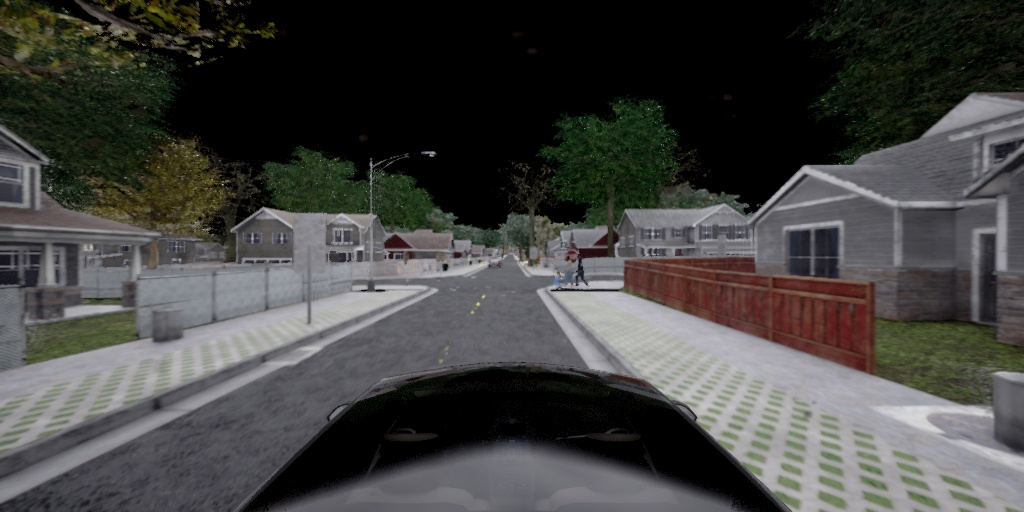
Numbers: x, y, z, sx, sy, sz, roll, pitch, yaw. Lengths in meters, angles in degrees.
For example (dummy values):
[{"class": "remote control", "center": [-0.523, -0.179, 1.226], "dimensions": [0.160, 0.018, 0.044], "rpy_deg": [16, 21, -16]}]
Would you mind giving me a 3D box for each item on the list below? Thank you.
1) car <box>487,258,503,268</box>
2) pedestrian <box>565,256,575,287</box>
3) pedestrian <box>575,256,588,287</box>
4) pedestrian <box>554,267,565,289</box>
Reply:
[{"class": "car", "center": [-2.817, 1.202, 57.650], "dimensions": [1.812, 1.442, 4.674], "rpy_deg": [0, 0, 0]}, {"class": "pedestrian", "center": [3.402, 0.870, 21.144], "dimensions": [0.375, 1.860, 0.375], "rpy_deg": [0, 0, 0]}, {"class": "pedestrian", "center": [3.960, 0.871, 20.545], "dimensions": [0.375, 1.860, 0.375], "rpy_deg": [0, 0, 0]}, {"class": "pedestrian", "center": [2.578, 1.150, 19.945], "dimensions": [0.375, 1.300, 0.375], "rpy_deg": [0, 0, 0]}]
